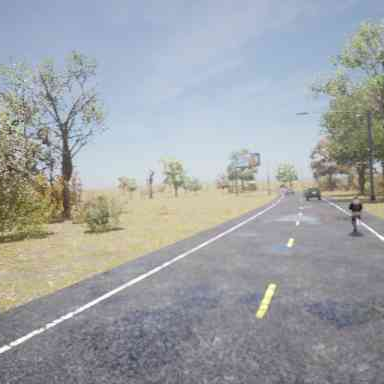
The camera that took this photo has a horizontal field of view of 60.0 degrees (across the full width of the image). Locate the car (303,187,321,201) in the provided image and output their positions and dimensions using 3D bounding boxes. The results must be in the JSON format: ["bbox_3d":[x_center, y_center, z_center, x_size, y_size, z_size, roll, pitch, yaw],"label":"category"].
[{"bbox_3d":[19.002,0.273,52.197,2.150,2.045,5.566,-3,0,18],"label":"car"}]

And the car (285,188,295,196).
[{"bbox_3d":[25.467,-0.090,86.542,2.150,2.045,5.566,-3,0,16],"label":"car"}]

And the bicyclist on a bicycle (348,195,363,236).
[{"bbox_3d":[7.279,1.016,14.783,0.659,1.776,1.843,-3,0,20],"label":"bicyclist on a bicycle"}]
